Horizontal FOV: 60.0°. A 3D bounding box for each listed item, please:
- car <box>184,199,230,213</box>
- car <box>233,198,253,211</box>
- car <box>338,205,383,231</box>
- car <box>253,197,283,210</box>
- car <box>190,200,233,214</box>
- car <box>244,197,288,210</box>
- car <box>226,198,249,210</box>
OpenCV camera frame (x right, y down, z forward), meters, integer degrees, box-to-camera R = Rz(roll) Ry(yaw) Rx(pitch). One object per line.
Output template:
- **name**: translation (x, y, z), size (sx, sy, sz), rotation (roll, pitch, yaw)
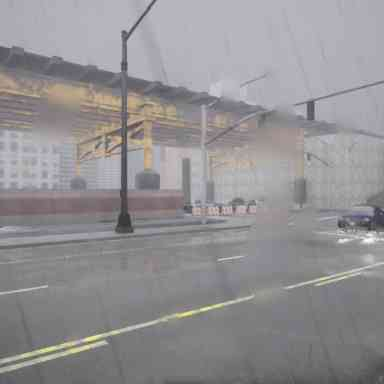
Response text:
- **car**: translation (1.471, 1.295, 35.245), size (4.536, 1.218, 1.853), rotation (0, 0, 8)
- **car**: translation (5.269, 1.453, 37.920), size (2.038, 1.542, 4.974), rotation (0, 0, 18)
- **car**: translation (10.708, 1.525, 20.650), size (1.812, 1.442, 4.674), rotation (1, 0, 43)
- **car**: translation (9.131, 1.295, 41.670), size (4.536, 1.218, 1.853), rotation (0, 0, -7)
- **car**: translation (1.522, 1.453, 35.238), size (4.974, 1.542, 2.038), rotation (0, 0, 8)
- **car**: translation (9.183, 1.453, 41.677), size (4.974, 1.542, 2.038), rotation (0, 0, -7)
- **car**: translation (5.285, 1.295, 37.970), size (1.853, 1.218, 4.536), rotation (0, 0, 18)
